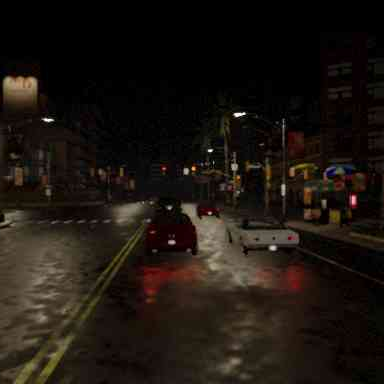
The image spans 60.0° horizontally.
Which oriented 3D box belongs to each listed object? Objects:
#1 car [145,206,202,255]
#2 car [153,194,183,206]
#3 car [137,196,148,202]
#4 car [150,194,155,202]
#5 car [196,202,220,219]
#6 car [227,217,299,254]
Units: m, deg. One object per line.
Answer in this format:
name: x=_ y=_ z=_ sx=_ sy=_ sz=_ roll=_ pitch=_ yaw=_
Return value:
car: x=-0.841 y=1.548 z=13.659 sx=1.882 sy=1.535 sz=5.008 roll=0 pitch=0 yaw=-4
car: x=-1.958 y=1.372 z=28.820 sx=2.150 sy=2.045 sz=5.566 roll=0 pitch=0 yaw=-4
car: x=-13.414 y=2.015 z=88.075 sx=2.033 sy=1.411 sz=5.357 roll=0 pitch=0 yaw=-4
car: x=-9.959 y=1.822 z=88.810 sx=2.097 sy=1.767 sz=4.553 roll=0 pitch=0 yaw=-4
car: x=1.393 y=1.674 z=31.147 sx=1.812 sy=1.442 sz=4.674 roll=0 pitch=0 yaw=-4
car: x=2.663 y=1.660 z=13.745 sx=1.895 sy=1.301 sz=4.718 roll=0 pitch=0 yaw=-4
